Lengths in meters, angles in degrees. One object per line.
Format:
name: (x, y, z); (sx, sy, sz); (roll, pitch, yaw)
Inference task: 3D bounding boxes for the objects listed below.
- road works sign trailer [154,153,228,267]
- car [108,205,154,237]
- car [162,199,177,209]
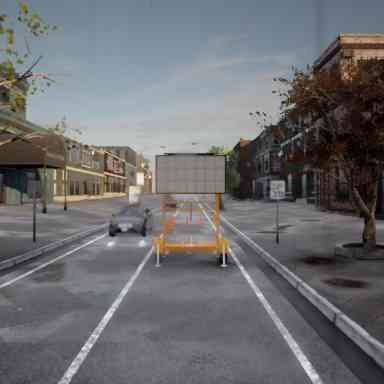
road works sign trailer: (-0.037, 0.466, 11.431); (2.380, 3.560, 2.880); (0, 0, 0)
car: (-3.160, 1.494, 18.044); (2.128, 1.511, 4.902); (0, 0, 0)
car: (-3.157, 1.589, 46.552); (1.895, 1.301, 4.718); (0, 0, 0)
